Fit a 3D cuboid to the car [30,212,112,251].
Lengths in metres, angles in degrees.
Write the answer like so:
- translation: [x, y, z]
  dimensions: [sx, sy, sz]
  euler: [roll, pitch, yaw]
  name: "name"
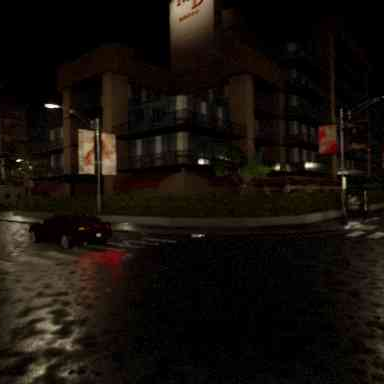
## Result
- translation: [-5.769, 1.700, 15.513]
  dimensions: [5.008, 1.535, 1.882]
  euler: [-2, -1, 41]
  name: "car"
